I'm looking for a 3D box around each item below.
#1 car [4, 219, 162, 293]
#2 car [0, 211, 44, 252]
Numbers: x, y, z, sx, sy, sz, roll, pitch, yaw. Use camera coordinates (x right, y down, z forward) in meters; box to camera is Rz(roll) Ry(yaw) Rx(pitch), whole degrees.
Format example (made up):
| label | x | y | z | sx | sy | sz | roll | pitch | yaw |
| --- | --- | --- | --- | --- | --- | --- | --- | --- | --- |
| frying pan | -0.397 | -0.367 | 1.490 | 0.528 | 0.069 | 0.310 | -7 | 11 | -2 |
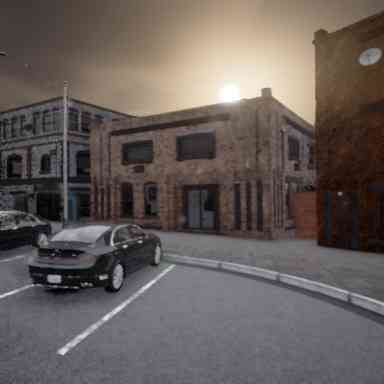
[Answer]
| label | x | y | z | sx | sy | sz | roll | pitch | yaw |
| --- | --- | --- | --- | --- | --- | --- | --- | --- | --- |
| car | -2.270 | 1.525 | 9.103 | 2.231 | 1.521 | 4.892 | 0 | -1 | 12 |
| car | -7.222 | 1.484 | 12.241 | 2.231 | 1.521 | 4.892 | 1 | -1 | 12 |
